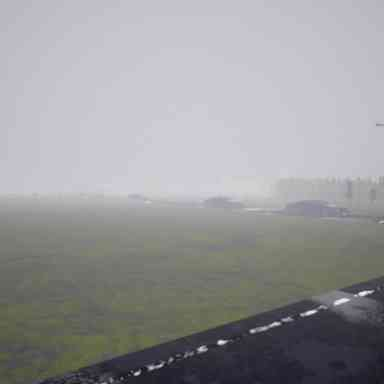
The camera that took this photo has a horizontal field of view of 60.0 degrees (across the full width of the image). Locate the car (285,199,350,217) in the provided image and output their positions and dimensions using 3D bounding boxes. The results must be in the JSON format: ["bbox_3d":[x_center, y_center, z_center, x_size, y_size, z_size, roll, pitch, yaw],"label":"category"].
[{"bbox_3d":[10.584,1.316,28.640,2.033,1.411,5.357,-1,1,-36],"label":"car"}]

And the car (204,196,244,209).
[{"bbox_3d":[3.536,1.136,38.454,2.033,1.411,5.357,-1,1,-36],"label":"car"}]

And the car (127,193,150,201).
[{"bbox_3d":[-9.115,0.801,56.230,2.033,1.411,5.357,-1,1,-35],"label":"car"}]
